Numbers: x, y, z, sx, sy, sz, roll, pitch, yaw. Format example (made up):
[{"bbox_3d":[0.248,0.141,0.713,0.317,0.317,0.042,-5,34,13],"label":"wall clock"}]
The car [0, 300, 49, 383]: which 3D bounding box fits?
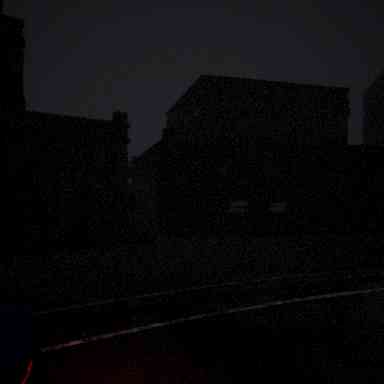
[{"bbox_3d":[-3.390,1.445,1.541,5.008,1.535,1.882,0,0,-36],"label":"car"}]
